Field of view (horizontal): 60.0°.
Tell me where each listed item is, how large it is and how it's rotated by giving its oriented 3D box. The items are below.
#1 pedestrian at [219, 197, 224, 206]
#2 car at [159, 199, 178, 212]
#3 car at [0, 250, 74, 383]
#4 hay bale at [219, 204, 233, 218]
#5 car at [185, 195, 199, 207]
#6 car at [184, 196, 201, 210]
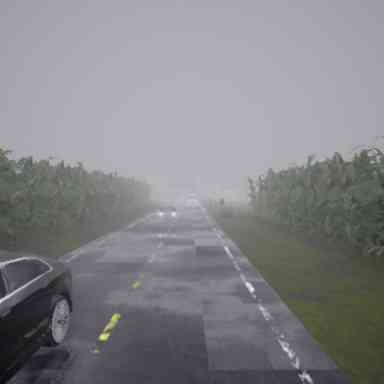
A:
[{"bbox_3d":[2.841,1.384,31.946,0.375,1.860,0.375,1,-1,-3],"label":"pedestrian"},{"bbox_3d":[-2.823,1.613,39.512,1.812,1.442,4.674,0,0,0],"label":"car"},{"bbox_3d":[-2.840,1.500,3.545,2.128,1.511,4.902,0,0,0],"label":"car"},{"bbox_3d":[3.134,1.729,30.839,1.220,1.180,1.240,-1,-1,0],"label":"hay bale"},{"bbox_3d":[0.026,1.458,53.743,2.097,1.767,4.553,0,0,1],"label":"car"},{"bbox_3d":[0.056,1.620,43.644,1.812,1.442,4.674,0,0,1],"label":"car"}]
